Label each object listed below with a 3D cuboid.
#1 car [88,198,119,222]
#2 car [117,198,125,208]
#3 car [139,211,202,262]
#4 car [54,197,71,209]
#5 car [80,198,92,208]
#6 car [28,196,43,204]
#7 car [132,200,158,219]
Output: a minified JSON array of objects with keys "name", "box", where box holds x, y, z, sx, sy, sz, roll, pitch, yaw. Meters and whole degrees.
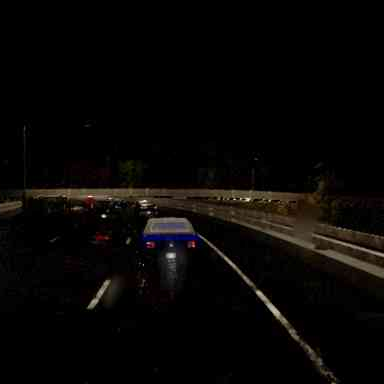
[{"name":"car","box":[-7.050,1.500,26.681,1.837,1.490,4.892,0,0,-14]},{"name":"car","box":[-10.943,1.549,47.590,1.994,1.385,4.181,0,0,-25]},{"name":"car","box":[-0.867,1.589,12.064,1.895,1.301,4.718,0,0,-6]},{"name":"car","box":[-17.882,1.520,45.930,1.837,1.490,4.892,0,0,-26]},{"name":"car","box":[-14.452,1.525,46.874,1.812,1.442,4.674,0,0,-26]},{"name":"car","box":[-31.886,1.570,67.604,2.128,1.511,4.902,0,0,-41]},{"name":"car","box":[-4.147,1.471,29.301,2.128,1.511,4.902,0,0,-15]}]
